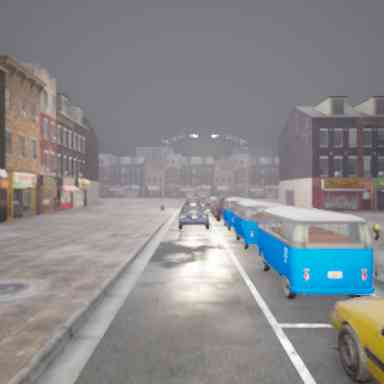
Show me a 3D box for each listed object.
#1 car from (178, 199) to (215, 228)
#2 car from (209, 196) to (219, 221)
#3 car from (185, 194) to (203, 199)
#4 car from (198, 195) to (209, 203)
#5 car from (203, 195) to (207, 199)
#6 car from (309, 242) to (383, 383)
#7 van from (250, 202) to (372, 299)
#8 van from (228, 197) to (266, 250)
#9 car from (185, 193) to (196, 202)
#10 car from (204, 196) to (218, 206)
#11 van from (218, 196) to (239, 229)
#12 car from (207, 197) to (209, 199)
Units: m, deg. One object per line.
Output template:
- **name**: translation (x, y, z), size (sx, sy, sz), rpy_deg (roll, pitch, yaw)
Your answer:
- **car**: translation (0.115, 1.423, 20.810), size (2.033, 1.411, 5.357), rpy_deg (0, 0, 0)
- **car**: translation (2.688, 1.166, 25.005), size (2.192, 1.841, 5.009), rpy_deg (0, 0, 0)
- **car**: translation (0.133, 1.237, 43.585), size (2.128, 1.511, 4.902), rpy_deg (0, 0, 0)
- **car**: translation (2.057, 1.195, 61.464), size (2.008, 1.369, 4.403), rpy_deg (0, 0, 0)
- **car**: translation (2.714, 1.194, 41.986), size (1.967, 1.590, 4.097), rpy_deg (0, 0, 0)
- **car**: translation (2.653, 1.510, 2.536), size (1.752, 1.417, 4.829), rpy_deg (0, 0, 0)
- **van**: translation (2.662, 1.292, 8.025), size (1.690, 1.788, 3.998), rpy_deg (0, 0, 0)
- **van**: translation (2.671, 1.259, 13.685), size (1.690, 1.788, 3.998), rpy_deg (0, 0, 0)
- **car**: translation (-0.317, 1.081, 61.969), size (1.967, 1.590, 4.097), rpy_deg (0, 0, 0)
- **car**: translation (2.723, 1.303, 47.647), size (1.802, 1.307, 4.206), rpy_deg (0, 0, 0)
- **van**: translation (2.679, 1.226, 19.345), size (1.690, 1.788, 3.998), rpy_deg (0, 0, 0)
- **car**: translation (2.697, 1.259, 30.666), size (1.967, 1.590, 4.097), rpy_deg (0, 0, 0)
